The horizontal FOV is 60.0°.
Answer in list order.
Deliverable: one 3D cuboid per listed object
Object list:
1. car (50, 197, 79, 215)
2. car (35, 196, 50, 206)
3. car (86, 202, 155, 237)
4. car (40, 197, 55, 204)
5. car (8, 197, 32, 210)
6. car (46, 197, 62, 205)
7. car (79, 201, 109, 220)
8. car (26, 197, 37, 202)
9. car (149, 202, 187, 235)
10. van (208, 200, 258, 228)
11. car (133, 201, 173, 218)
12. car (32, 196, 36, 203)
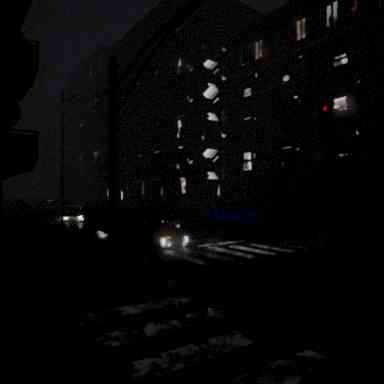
[{"bbox_3d":[-13.487,1.601,36.009,1.882,1.535,5.008,0,0,-36],"label":"car"},{"bbox_3d":[-25.218,1.659,57.857,2.128,1.511,4.902,0,0,-36],"label":"car"},{"bbox_3d":[-4.058,1.549,18.384,1.967,1.590,4.097,0,0,-36],"label":"car"},{"bbox_3d":[-30.207,1.745,69.276,2.008,1.369,4.403,0,0,-36],"label":"car"},{"bbox_3d":[-23.842,1.710,45.999,1.802,1.307,4.206,0,0,-36],"label":"car"},{"bbox_3d":[-26.910,1.738,64.673,2.008,1.369,4.403,0,0,-36],"label":"car"},{"bbox_3d":[-7.540,1.683,27.681,1.994,1.385,4.181,0,0,-36],"label":"car"},{"bbox_3d":[-40.100,1.803,83.085,1.802,1.307,4.206,0,0,-36],"label":"car"},{"bbox_3d":[-2.181,1.612,20.208,2.128,1.511,4.902,0,0,-36],"label":"car"},{"bbox_3d":[2.767,1.489,23.249,1.690,1.788,3.998,0,0,-36],"label":"van"},{"bbox_3d":[-3.928,1.671,32.592,1.752,1.417,4.829,0,0,-36],"label":"car"},{"bbox_3d":[-33.505,1.746,73.880,1.887,1.381,4.507,0,0,-36],"label":"car"}]
